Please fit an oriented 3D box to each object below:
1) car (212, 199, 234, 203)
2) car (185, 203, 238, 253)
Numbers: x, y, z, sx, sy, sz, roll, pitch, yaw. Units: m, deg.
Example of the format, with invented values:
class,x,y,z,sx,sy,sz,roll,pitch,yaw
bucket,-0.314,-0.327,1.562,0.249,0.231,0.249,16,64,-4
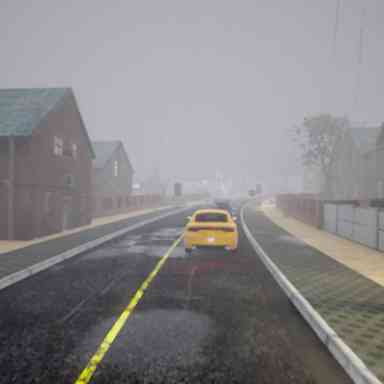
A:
class,x,y,z,sx,sy,sz,roll,pitch,yaw
car,2.869,1.359,31.413,2.128,1.511,4.902,0,0,8
car,0.813,1.443,13.632,1.882,1.535,5.008,0,0,4
